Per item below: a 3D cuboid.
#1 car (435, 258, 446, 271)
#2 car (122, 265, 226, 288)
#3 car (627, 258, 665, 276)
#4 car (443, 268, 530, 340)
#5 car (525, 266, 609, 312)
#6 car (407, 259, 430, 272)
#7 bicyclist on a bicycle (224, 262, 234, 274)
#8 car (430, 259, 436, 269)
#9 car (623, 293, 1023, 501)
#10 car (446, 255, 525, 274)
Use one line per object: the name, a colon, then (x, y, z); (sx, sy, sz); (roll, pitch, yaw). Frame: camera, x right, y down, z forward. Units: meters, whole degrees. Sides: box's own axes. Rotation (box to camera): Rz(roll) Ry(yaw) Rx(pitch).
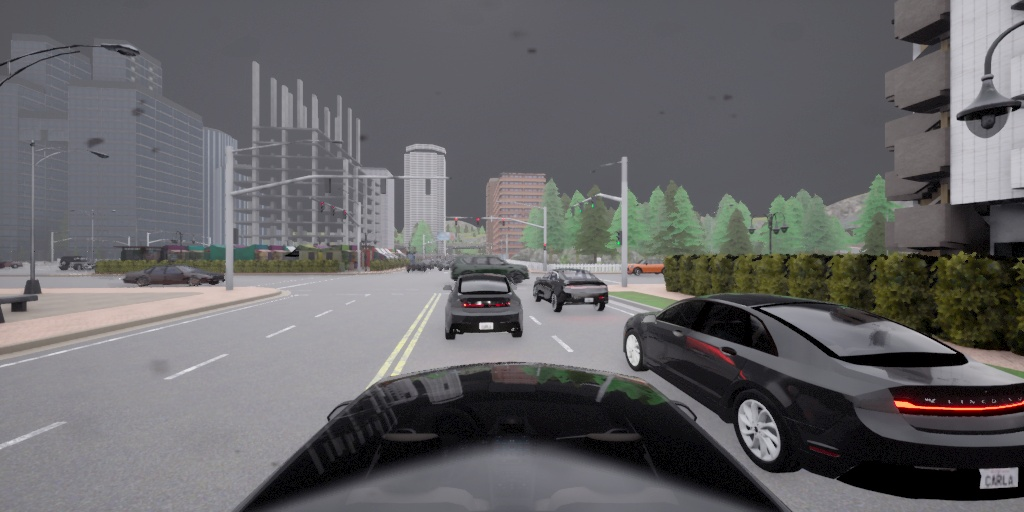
car: (-9.059, 1.241, 50.064); (2.128, 1.511, 4.902); (0, 0, -6)
car: (-22.009, 1.297, 23.581); (5.357, 1.411, 2.033); (0, 0, -5)
car: (14.058, 1.102, 37.499); (4.553, 1.767, 2.097); (0, 0, -5)
car: (-0.857, 1.255, 10.090); (1.837, 1.490, 4.892); (0, 0, -7)
car: (2.140, 1.241, 14.205); (2.128, 1.511, 4.902); (0, 0, -9)
car: (-12.195, 1.351, 46.078); (1.895, 1.301, 4.718); (0, 0, -4)
bicyclist on a bicycle: (-29.516, 1.011, 37.408); (0.582, 1.620, 1.656); (0, 5, -5)
car: (-13.169, 1.255, 55.317); (1.837, 1.490, 4.892); (0, 0, -6)
car: (3.113, 1.255, 4.844); (1.837, 1.490, 4.892); (0, 0, -4)
car: (-1.569, 0.973, 25.382); (5.566, 2.045, 2.150); (0, 0, -5)
